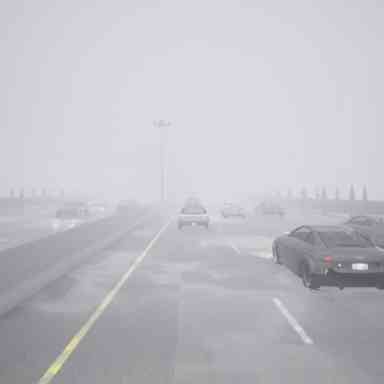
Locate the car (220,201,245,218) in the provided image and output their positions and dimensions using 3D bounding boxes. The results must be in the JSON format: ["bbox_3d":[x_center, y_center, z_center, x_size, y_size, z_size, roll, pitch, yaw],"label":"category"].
[{"bbox_3d":[3.578,1.537,29.972,1.812,1.442,4.674,0,0,0],"label":"car"}]

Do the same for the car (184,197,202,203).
[{"bbox_3d":[0.087,1.370,40.580,2.097,1.767,4.553,0,0,0],"label":"car"}]

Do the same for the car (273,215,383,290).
[{"bbox_3d":[3.596,1.565,9.123,1.994,1.385,4.181,0,0,0],"label":"car"}]

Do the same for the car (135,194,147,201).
[{"bbox_3d":[-10.872,1.203,70.939,1.994,1.385,4.181,0,0,-2],"label":"car"}]

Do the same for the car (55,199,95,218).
[{"bbox_3d":[-10.603,1.516,29.796,1.837,1.490,4.892,0,0,0],"label":"car"}]

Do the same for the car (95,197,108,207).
[{"bbox_3d":[-14.072,1.550,50.776,1.812,1.442,4.674,0,0,0],"label":"car"}]

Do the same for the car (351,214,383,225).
[{"bbox_3d":[7.095,1.566,13.053,1.994,1.385,4.181,0,0,0],"label":"car"}]

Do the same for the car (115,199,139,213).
[{"bbox_3d":[-7.100,1.494,36.795,1.882,1.535,5.008,0,0,0],"label":"car"}]

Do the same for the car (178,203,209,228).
[{"bbox_3d":[0.093,1.608,22.011,1.895,1.301,4.718,0,0,0],"label":"car"}]

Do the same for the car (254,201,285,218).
[{"bbox_3d":[7.090,1.559,30.827,2.033,1.411,5.357,0,0,0],"label":"car"}]
